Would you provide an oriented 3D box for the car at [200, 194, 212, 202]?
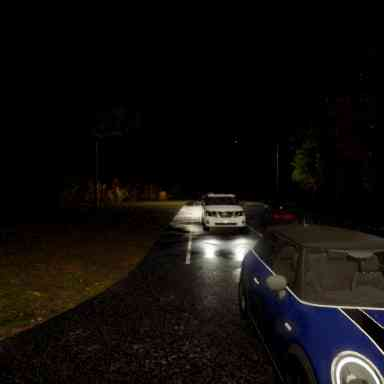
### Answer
[{"bbox_3d":[2.824,1.133,65.979,1.882,1.535,5.008,0,1,6],"label":"car"}]

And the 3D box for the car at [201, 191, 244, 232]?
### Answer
[{"bbox_3d":[1.717,1.116,19.580,2.150,2.045,5.566,0,0,0],"label":"car"}]

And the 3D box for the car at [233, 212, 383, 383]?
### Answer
[{"bbox_3d":[1.929,1.338,4.220,2.097,1.767,4.553,0,0,-1],"label":"car"}]

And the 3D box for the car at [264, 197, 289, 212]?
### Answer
[{"bbox_3d":[8.898,1.309,35.337,2.128,1.511,4.902,0,0,1],"label":"car"}]
